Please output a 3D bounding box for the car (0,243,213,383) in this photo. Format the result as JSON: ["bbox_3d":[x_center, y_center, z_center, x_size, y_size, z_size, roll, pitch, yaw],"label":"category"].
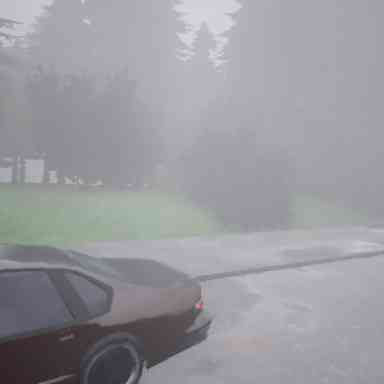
[{"bbox_3d":[-2.318,1.263,3.063,5.357,1.411,2.033,1,3,-35],"label":"car"}]
